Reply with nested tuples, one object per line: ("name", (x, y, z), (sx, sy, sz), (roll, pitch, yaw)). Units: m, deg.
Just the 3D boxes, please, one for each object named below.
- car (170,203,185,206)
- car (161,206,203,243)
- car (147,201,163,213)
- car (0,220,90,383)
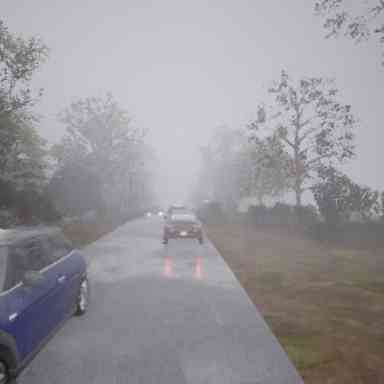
("car", (-1.546, 1.884, 35.061), (1.882, 1.535, 5.008), (0, -1, -3))
("car", (-0.473, 1.661, 16.866), (1.812, 1.442, 4.674), (0, -1, -3))
("car", (-5.238, 2.049, 47.811), (2.097, 1.767, 4.553), (0, -1, -3))
("car", (-2.976, 1.383, 4.532), (2.097, 1.767, 4.553), (0, 0, -2))
